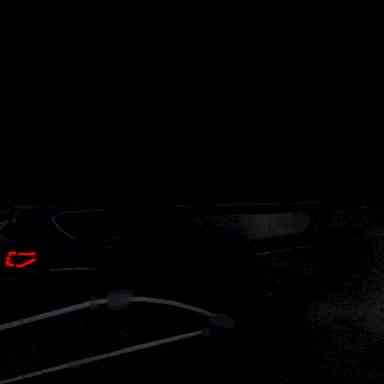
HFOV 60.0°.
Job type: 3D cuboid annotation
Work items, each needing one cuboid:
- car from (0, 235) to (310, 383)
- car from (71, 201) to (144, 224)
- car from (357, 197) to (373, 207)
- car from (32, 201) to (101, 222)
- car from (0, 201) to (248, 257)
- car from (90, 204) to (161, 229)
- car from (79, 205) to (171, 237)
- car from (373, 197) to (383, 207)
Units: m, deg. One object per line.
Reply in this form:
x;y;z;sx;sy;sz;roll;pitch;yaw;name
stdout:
-0.894;1.490;3.108;4.902;1.511;2.128;0;0;-35;car
-6.346;1.480;25.260;5.008;1.535;1.882;0;0;-35;car
28.256;1.542;52.936;4.674;1.442;1.812;0;0;-30;car
-10.066;1.507;26.906;4.892;1.490;1.837;0;0;-35;car
-1.130;1.220;7.238;5.566;2.045;2.150;0;0;-36;car
-4.421;1.566;22.334;4.181;1.385;1.994;0;0;-35;car
-3.667;1.527;18.572;4.674;1.442;1.812;0;0;-35;car
30.081;1.537;49.949;4.902;1.511;2.128;0;0;-30;car
